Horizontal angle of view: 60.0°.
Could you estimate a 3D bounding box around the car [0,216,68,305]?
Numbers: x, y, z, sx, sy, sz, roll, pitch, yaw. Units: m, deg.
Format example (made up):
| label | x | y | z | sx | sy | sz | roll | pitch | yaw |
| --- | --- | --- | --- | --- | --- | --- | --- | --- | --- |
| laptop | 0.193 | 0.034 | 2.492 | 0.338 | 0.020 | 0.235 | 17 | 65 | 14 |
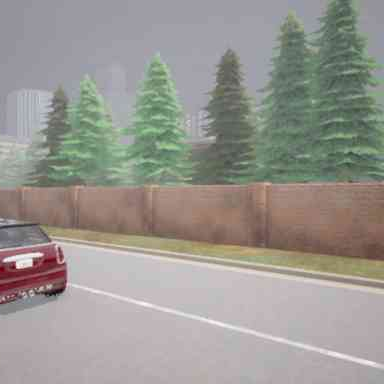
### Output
| label | x | y | z | sx | sy | sz | roll | pitch | yaw |
| --- | --- | --- | --- | --- | --- | --- | --- | --- | --- |
| car | -4.855 | 1.358 | 7.420 | 4.553 | 1.767 | 2.097 | 0 | 0 | 35 |
